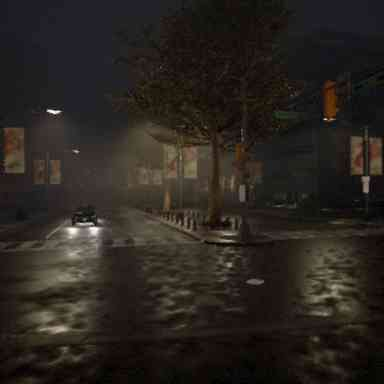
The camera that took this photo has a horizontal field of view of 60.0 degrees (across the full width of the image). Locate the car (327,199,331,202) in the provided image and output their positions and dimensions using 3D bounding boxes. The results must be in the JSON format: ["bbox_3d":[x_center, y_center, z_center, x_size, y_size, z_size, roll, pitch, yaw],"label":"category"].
[{"bbox_3d":[28.614,1.908,65.367,1.895,1.301,4.718,0,-1,-15],"label":"car"}]

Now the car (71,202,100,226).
[{"bbox_3d":[-8.508,1.816,26.679,1.837,1.490,4.892,0,-1,-15],"label":"car"}]

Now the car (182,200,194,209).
[{"bbox_3d":[-1.010,2.028,56.850,1.882,1.535,5.008,0,-1,-15],"label":"car"}]

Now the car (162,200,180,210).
[{"bbox_3d":[-3.559,2.030,52.534,1.837,1.490,4.892,0,-1,-15],"label":"car"}]

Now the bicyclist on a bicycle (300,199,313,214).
[{"bbox_3d":[12.600,1.573,36.596,1.656,1.620,0.582,-1,0,-15],"label":"bicyclist on a bicycle"}]

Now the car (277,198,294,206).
[{"bbox_3d":[17.318,1.904,62.693,2.161,1.482,4.786,0,-1,-15],"label":"car"}]

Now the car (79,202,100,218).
[{"bbox_3d":[-11.197,1.914,36.606,2.128,1.511,4.902,0,-1,-15],"label":"car"}]

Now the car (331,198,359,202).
[{"bbox_3d":[24.521,1.664,52.025,2.002,1.452,4.674,0,-1,-15],"label":"car"}]
